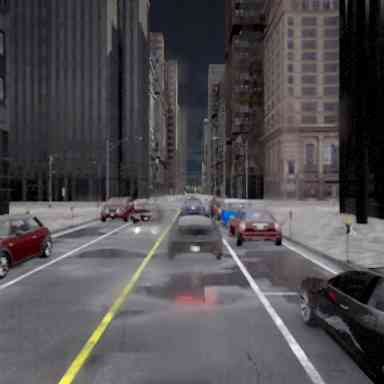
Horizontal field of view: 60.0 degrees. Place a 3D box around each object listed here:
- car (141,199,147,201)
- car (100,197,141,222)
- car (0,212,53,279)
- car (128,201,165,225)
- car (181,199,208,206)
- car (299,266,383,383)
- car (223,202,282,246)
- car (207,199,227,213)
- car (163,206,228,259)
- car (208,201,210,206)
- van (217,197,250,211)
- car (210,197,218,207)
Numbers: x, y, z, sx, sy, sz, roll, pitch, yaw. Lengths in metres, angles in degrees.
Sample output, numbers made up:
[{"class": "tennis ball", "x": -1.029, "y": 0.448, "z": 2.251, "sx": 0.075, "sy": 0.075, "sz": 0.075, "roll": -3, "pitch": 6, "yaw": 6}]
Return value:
[{"class": "car", "x": -5.772, "y": 1.554, "z": 32.002, "sx": 1.752, "sy": 1.417, "sz": 4.829, "roll": 0, "pitch": 0, "yaw": 0}, {"class": "car", "x": -5.772, "y": 1.338, "z": 26.570, "sx": 2.192, "sy": 1.841, "sz": 5.009, "roll": 0, "pitch": 0, "yaw": 0}, {"class": "car", "x": -5.768, "y": 1.448, "z": 9.763, "sx": 1.967, "sy": 1.590, "sz": 4.097, "roll": 0, "pitch": 0, "yaw": 0}, {"class": "car", "x": -3.099, "y": 1.585, "z": 24.291, "sx": 1.994, "sy": 1.385, "sz": 4.181, "roll": 0, "pitch": 0, "yaw": 0}, {"class": "car", "x": 0.083, "y": 1.378, "z": 29.901, "sx": 2.097, "sy": 1.767, "sz": 4.553, "roll": 0, "pitch": 0, "yaw": 0}, {"class": "car", "x": 2.759, "y": 1.569, "z": 4.166, "sx": 1.947, "sy": 1.339, "sz": 4.313, "roll": 0, "pitch": 0, "yaw": 0}, {"class": "car", "x": 2.756, "y": 1.453, "z": 15.370, "sx": 1.967, "sy": 1.590, "sz": 4.097, "roll": 0, "pitch": 0, "yaw": 0}, {"class": "car", "x": 2.752, "y": 1.585, "z": 37.777, "sx": 2.008, "sy": 1.369, "sz": 4.403, "roll": 0, "pitch": 0, "yaw": 0}, {"class": "car", "x": 0.086, "y": 1.516, "z": 12.700, "sx": 1.837, "sy": 1.490, "sz": 4.892, "roll": 0, "pitch": 0, "yaw": 0}, {"class": "car", "x": 2.752, "y": 1.344, "z": 32.175, "sx": 2.192, "sy": 1.841, "sz": 5.009, "roll": 0, "pitch": 0, "yaw": 0}, {"class": "van", "x": 2.755, "y": 1.359, "z": 20.972, "sx": 1.690, "sy": 1.788, "sz": 3.998, "roll": 0, "pitch": 0, "yaw": 0}, {"class": "car", "x": 2.754, "y": 1.464, "z": 26.573, "sx": 1.967, "sy": 1.590, "sz": 4.097, "roll": 0, "pitch": 0, "yaw": 0}]
